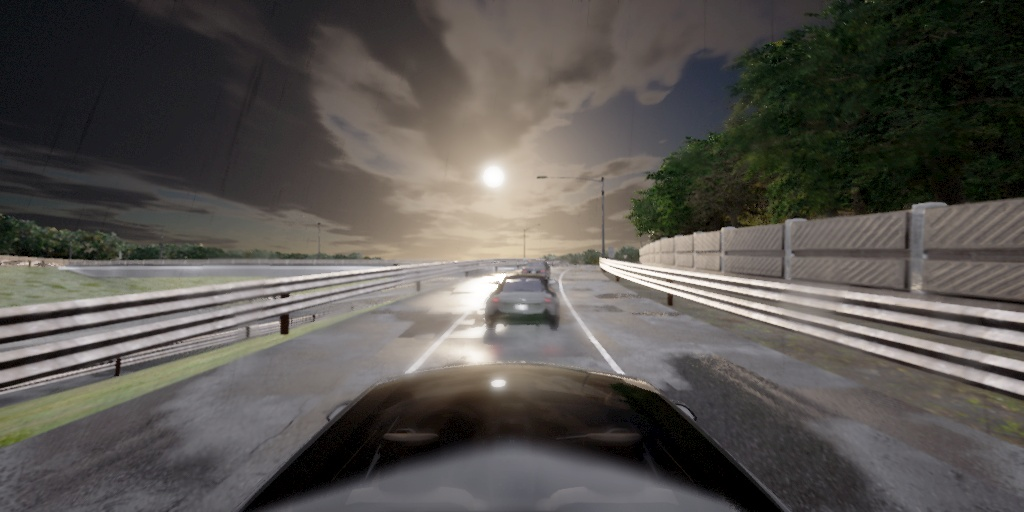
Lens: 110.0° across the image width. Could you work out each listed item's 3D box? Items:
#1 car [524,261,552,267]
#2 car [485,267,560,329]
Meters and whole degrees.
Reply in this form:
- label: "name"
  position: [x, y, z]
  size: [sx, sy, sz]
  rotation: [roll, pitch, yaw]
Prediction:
- label: "car"
  position: [1.765, 1.025, 25.215]
  size: [2.033, 1.411, 5.357]
  rotation: [0, 1, 9]
- label: "car"
  position: [0.374, 1.210, 10.798]
  size: [1.994, 1.385, 4.181]
  rotation: [0, 1, 4]
